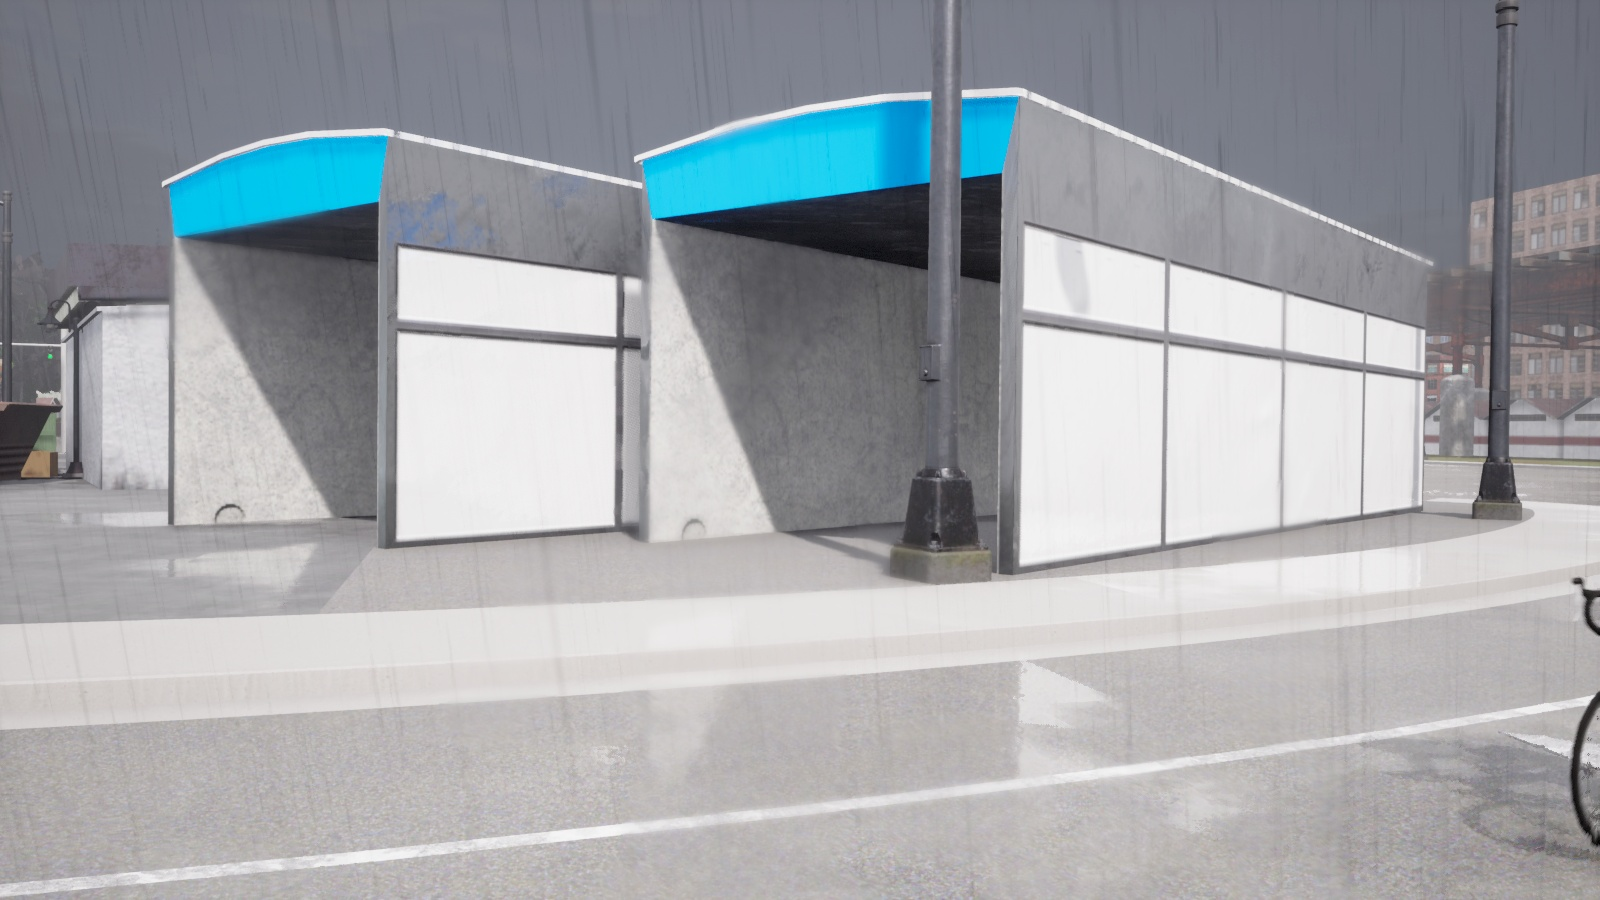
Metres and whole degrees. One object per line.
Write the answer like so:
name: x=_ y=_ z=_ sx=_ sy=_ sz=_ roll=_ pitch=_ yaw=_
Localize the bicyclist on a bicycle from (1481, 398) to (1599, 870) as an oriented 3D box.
bicyclist on a bicycle: x=3.427 y=0.627 z=4.788 sx=1.656 sy=1.620 sz=0.582 roll=-1 pitch=-2 yaw=-28
